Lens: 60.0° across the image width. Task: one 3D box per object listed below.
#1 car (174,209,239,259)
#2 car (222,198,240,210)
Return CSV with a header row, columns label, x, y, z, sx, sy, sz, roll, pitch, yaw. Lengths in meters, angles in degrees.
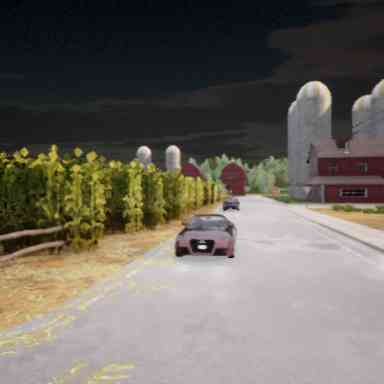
label,x,y,z,sx,sy,sz,roll,pitch,yaw
car,0.629,1.547,12.486,1.994,1.385,4.181,0,0,9
car,4.466,1.422,37.762,2.033,1.411,5.357,0,0,9
